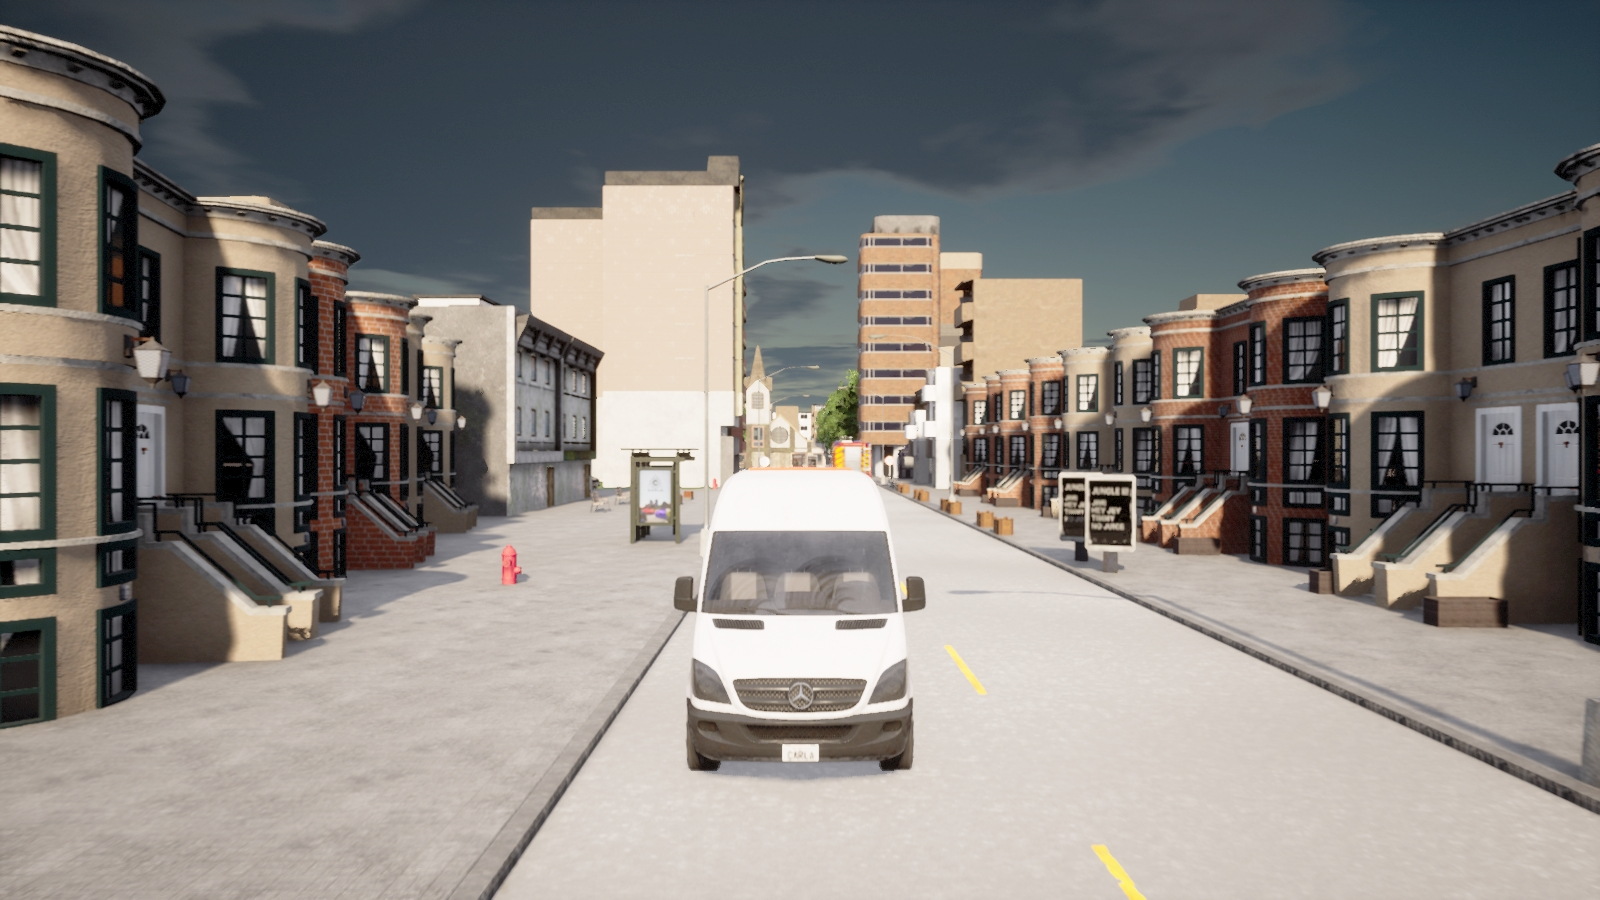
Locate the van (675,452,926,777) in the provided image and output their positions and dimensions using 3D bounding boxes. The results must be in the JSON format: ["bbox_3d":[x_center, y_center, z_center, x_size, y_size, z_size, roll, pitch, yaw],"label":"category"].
[{"bbox_3d":[0.005,1.311,12.008,1.988,2.561,5.915,0,0,0],"label":"van"}]
